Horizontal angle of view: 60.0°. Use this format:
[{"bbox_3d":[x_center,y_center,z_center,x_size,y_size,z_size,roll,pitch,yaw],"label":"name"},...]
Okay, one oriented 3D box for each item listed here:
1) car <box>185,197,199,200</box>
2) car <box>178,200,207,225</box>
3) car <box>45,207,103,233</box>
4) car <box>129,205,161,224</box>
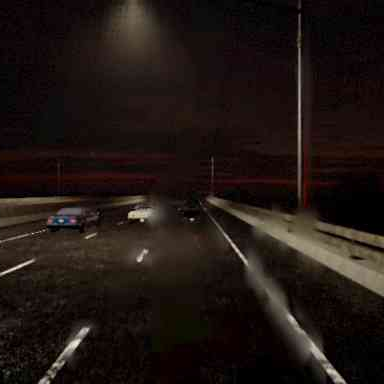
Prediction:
[{"bbox_3d":[0.019,1.454,49.043,2.097,1.767,4.553,0,0,0],"label":"car"},{"bbox_3d":[0.027,1.586,24.598,1.837,1.490,4.892,0,0,1],"label":"car"},{"bbox_3d":[-6.893,1.581,20.040,2.033,1.411,5.357,0,0,0],"label":"car"},{"bbox_3d":[-3.391,1.641,24.852,1.895,1.301,4.718,0,0,0],"label":"car"}]
